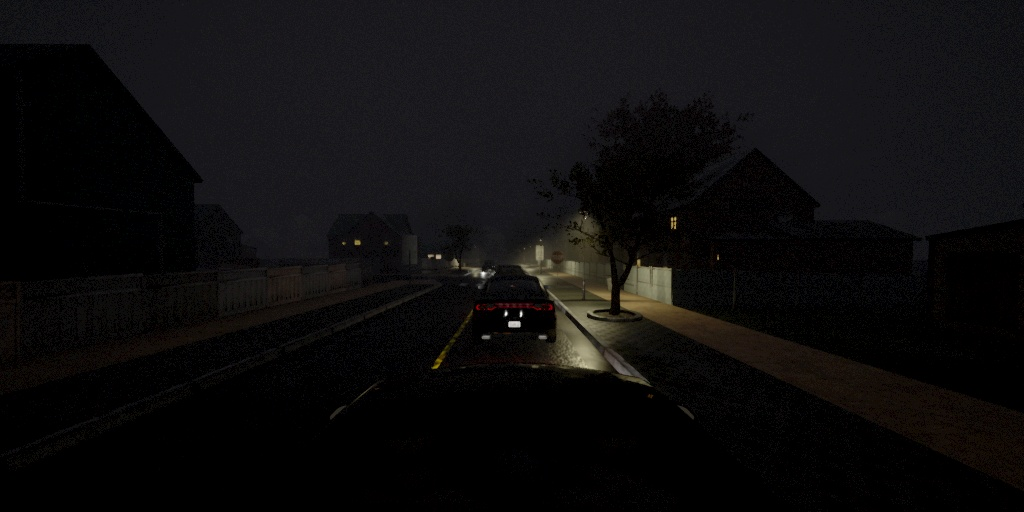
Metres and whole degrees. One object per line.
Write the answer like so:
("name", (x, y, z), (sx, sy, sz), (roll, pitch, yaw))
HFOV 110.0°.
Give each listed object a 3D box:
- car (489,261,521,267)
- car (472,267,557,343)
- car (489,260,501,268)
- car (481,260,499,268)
("car", (-0.203, 1.254, 20.802), (1.837, 1.490, 4.892), (0, 0, -4))
("car", (0.055, 1.225, 9.700), (1.882, 1.535, 5.008), (0, 0, 0))
("car", (-2.969, 1.344, 61.992), (1.812, 1.442, 4.674), (0, 0, 0))
("car", (-2.954, 1.284, 46.992), (1.837, 1.490, 4.892), (0, 0, 0))
